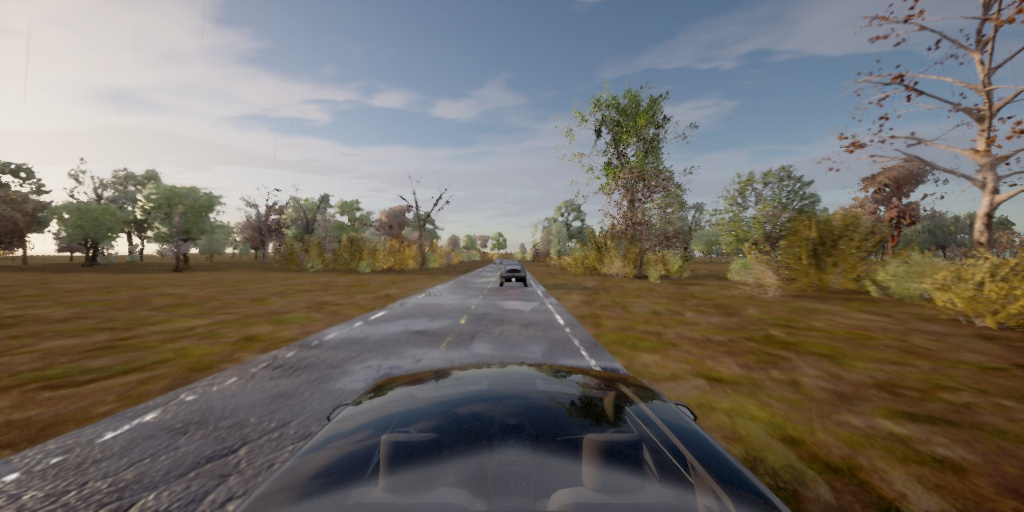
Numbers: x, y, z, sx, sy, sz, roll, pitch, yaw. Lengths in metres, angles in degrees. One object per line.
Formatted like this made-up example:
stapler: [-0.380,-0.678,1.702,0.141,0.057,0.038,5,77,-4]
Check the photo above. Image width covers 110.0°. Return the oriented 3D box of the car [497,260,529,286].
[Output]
car: [0.096,1.241,25.002,1.837,1.490,4.892,0,0,0]
